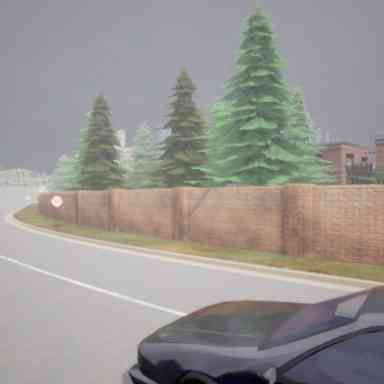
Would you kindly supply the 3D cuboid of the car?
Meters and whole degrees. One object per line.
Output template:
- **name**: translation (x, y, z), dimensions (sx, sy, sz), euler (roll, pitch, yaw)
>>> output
- **car**: translation (1.943, 1.562, 2.591), dimensions (5.357, 1.411, 2.033), euler (-1, -1, 36)
